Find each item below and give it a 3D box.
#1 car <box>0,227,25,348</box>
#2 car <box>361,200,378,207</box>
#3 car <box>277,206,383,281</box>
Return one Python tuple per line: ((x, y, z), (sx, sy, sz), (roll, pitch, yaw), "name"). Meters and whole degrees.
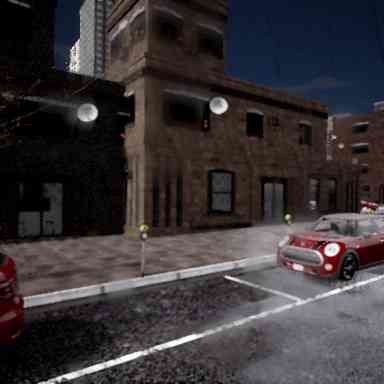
((-4.459, 1.325, 3.357), (5.009, 1.841, 2.192), (0, 1, -35), "car")
((17.659, 1.406, 35.868), (1.887, 1.381, 4.507), (0, -1, -35), "car")
((4.346, 1.387, 9.638), (4.097, 1.590, 1.967), (0, 1, -35), "car")
